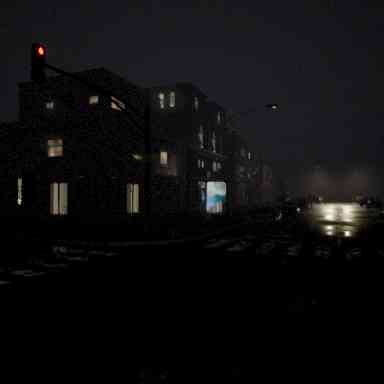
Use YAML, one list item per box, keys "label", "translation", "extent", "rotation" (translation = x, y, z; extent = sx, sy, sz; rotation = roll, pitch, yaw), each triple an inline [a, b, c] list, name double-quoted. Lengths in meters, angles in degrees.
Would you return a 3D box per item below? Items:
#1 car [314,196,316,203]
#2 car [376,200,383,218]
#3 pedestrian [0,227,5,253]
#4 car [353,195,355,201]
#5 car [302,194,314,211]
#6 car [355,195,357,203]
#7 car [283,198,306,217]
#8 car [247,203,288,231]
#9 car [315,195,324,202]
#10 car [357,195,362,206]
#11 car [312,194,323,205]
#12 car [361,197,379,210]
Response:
- label: "car"
  translation: [15.660, 1.535, 45.975]
  extent: [1.752, 1.417, 4.829]
  rotation: [0, 0, 24]
- label: "car"
  translation: [16.750, 1.587, 27.581]
  extent: [1.802, 1.307, 4.206]
  rotation: [0, 0, 24]
- label: "pedestrian"
  translation: [-6.945, 1.260, 11.651]
  extent: [0.375, 1.860, 0.375]
  rotation: [0, -1, 25]
- label: "car"
  translation: [34.478, 1.606, 68.043]
  extent: [1.802, 1.307, 4.206]
  rotation: [0, 0, 24]
- label: "car"
  translation: [13.512, 1.448, 41.073]
  extent: [1.967, 1.590, 4.097]
  rotation: [0, 0, 24]
- label: "car"
  translation: [30.047, 1.568, 57.929]
  extent: [2.008, 1.369, 4.403]
  rotation: [0, 0, 24]
- label: "car"
  translation: [9.079, 1.555, 30.957]
  extent: [2.008, 1.369, 4.403]
  rotation: [0, 0, 24]
- label: "car"
  translation: [4.648, 1.584, 20.842]
  extent: [1.802, 1.307, 4.206]
  rotation: [0, 0, 24]
- label: "car"
  translation: [31.241, 1.471, 81.536]
  extent: [1.967, 1.590, 4.097]
  rotation: [0, 0, 24]
- label: "car"
  translation: [27.831, 1.455, 52.870]
  extent: [1.967, 1.590, 4.097]
  rotation: [0, 0, 24]
- label: "car"
  translation: [22.377, 1.332, 61.305]
  extent: [2.192, 1.841, 5.009]
  rotation: [0, 0, 24]
- label: "car"
  translation: [23.398, 1.561, 42.755]
  extent: [2.008, 1.369, 4.403]
  rotation: [0, 0, 24]
